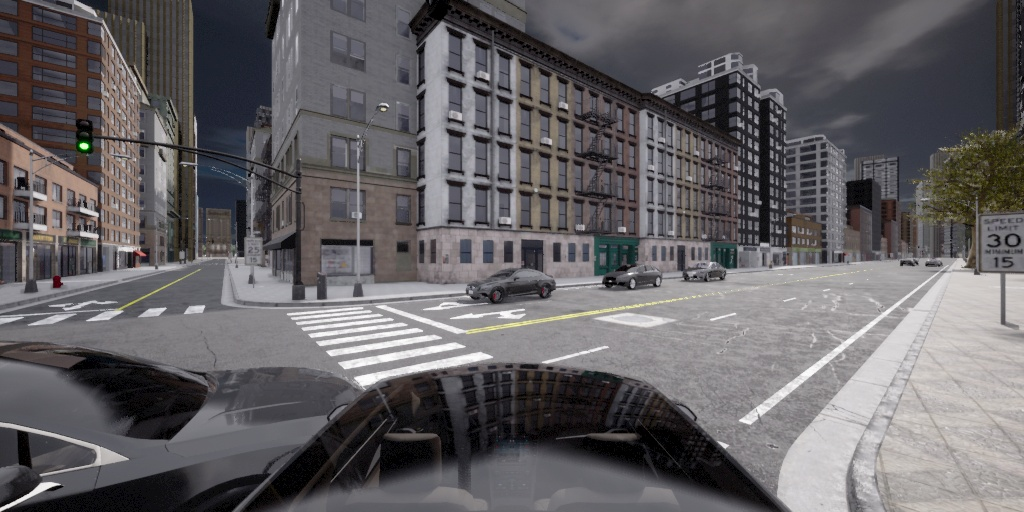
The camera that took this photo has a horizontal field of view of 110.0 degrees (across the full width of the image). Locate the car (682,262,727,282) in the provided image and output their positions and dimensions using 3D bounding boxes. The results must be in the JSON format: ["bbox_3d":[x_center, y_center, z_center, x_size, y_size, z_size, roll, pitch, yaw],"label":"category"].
[{"bbox_3d":[15.834,1.240,29.412,4.902,1.511,2.128,0,0,-38],"label":"car"}]

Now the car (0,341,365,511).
[{"bbox_3d":[-3.212,1.257,1.856,4.892,1.490,1.837,0,0,-34],"label":"car"}]

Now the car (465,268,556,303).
[{"bbox_3d":[0.059,1.289,16.809,4.674,1.442,1.812,0,0,-39],"label":"car"}]

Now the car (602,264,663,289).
[{"bbox_3d":[7.787,1.261,22.988,4.892,1.490,1.837,0,0,-39],"label":"car"}]
